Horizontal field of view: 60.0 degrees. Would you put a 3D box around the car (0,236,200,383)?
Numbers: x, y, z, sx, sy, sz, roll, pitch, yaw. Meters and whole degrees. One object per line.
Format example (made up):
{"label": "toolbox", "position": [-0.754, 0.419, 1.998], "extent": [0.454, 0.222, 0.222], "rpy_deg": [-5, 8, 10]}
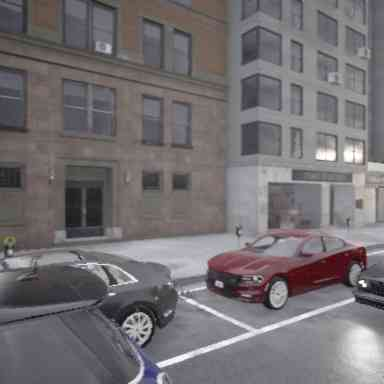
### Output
{"label": "car", "position": [-2.259, 1.555, 4.576], "extent": [4.403, 1.369, 2.008], "rpy_deg": [0, 0, -35]}

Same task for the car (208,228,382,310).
{"label": "car", "position": [2.368, 1.587, 7.875], "extent": [4.507, 1.381, 1.887], "rpy_deg": [0, 0, -35]}

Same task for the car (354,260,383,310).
{"label": "car", "position": [5.623, 1.605, 7.024], "extent": [5.357, 1.411, 2.033], "rpy_deg": [0, 0, -35]}

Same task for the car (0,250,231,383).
{"label": "car", "position": [-2.268, 1.344, 1.515], "extent": [4.553, 1.767, 2.097], "rpy_deg": [0, 0, -34]}
